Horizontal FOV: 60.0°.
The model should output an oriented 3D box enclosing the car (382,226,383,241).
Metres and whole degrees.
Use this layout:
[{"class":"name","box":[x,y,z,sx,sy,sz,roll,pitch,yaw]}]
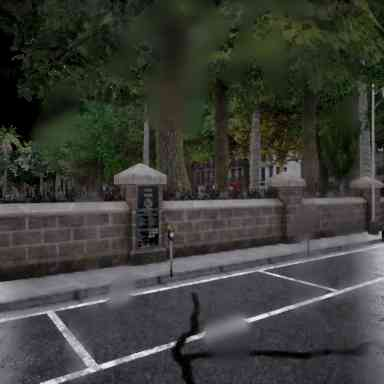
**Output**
[{"class":"car","box":[9.735,1.309,13.479,5.009,1.841,2.192,0,0,-36]}]
